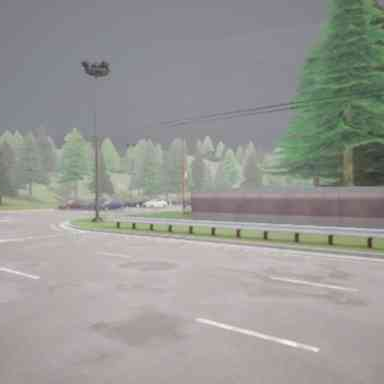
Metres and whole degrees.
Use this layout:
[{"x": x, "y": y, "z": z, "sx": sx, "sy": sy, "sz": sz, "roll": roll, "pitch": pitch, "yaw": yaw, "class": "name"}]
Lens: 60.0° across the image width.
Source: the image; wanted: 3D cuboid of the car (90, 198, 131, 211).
[{"x": -11.130, "y": 1.839, "z": 45.589, "sx": 1.812, "sy": 1.442, "sz": 4.674, "roll": -1, "pitch": 0, "yaw": 36, "class": "car"}]

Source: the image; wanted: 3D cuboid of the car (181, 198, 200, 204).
[{"x": -0.293, "y": 1.924, "z": 72.227, "sx": 1.994, "sy": 1.385, "sz": 4.181, "roll": -1, "pitch": 0, "yaw": 37, "class": "car"}]

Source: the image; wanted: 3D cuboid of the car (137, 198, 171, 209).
[{"x": -5.932, "y": 1.838, "z": 52.779, "sx": 1.812, "sy": 1.442, "sz": 4.674, "roll": -1, "pitch": 0, "yaw": 36, "class": "car"}]

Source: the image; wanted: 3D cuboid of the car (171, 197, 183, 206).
[{"x": -2.112, "y": 1.694, "z": 63.931, "sx": 2.097, "sy": 1.767, "sz": 4.553, "roll": -1, "pitch": 0, "yaw": 36, "class": "car"}]

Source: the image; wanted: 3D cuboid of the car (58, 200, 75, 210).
[{"x": -17.357, "y": 1.901, "z": 48.922, "sx": 1.812, "sy": 1.442, "sz": 4.674, "roll": -1, "pitch": 0, "yaw": 36, "class": "car"}]

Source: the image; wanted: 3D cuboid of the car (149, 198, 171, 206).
[{"x": -6.193, "y": 1.937, "z": 64.247, "sx": 1.994, "sy": 1.385, "sz": 4.181, "roll": -1, "pitch": 0, "yaw": 36, "class": "car"}]

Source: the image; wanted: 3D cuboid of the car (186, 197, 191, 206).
[{"x": 1.000, "y": 1.817, "z": 62.281, "sx": 1.837, "sy": 1.490, "sz": 4.892, "roll": -1, "pitch": -1, "yaw": 36, "class": "car"}]

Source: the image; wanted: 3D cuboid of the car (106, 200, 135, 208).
[{"x": -12.009, "y": 1.975, "z": 56.295, "sx": 1.895, "sy": 1.301, "sz": 4.718, "roll": -1, "pitch": 0, "yaw": 36, "class": "car"}]

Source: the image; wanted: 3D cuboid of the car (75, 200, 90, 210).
[{"x": -13.888, "y": 1.696, "z": 47.746, "sx": 2.097, "sy": 1.767, "sz": 4.553, "roll": -1, "pitch": 0, "yaw": 36, "class": "car"}]

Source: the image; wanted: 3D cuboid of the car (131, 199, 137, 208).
[{"x": -8.497, "y": 1.821, "z": 55.185, "sx": 1.882, "sy": 1.535, "sz": 5.008, "roll": -1, "pitch": 0, "yaw": 36, "class": "car"}]
